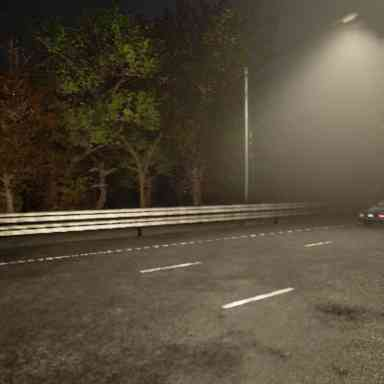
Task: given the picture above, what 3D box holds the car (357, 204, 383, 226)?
[{"bbox_3d":[12.919,1.473,21.628,5.357,1.411,2.033,0,0,-35],"label":"car"}]
